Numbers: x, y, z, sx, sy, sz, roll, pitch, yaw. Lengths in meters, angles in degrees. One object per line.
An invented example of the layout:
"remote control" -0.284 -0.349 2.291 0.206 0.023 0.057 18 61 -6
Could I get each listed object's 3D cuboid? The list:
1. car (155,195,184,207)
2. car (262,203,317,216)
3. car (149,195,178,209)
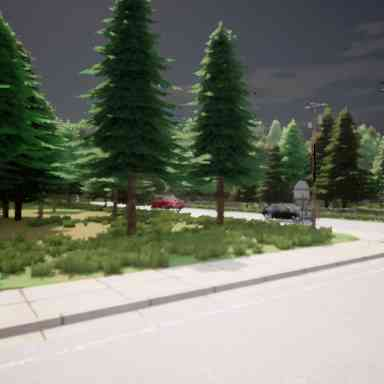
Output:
"car" -3.271 1.444 44.086 2.150 2.045 5.566 1 0 -34
"car" 7.953 1.700 27.331 2.128 1.511 4.902 1 0 -33
"car" -4.580 1.486 52.458 2.150 2.045 5.566 1 0 -34
